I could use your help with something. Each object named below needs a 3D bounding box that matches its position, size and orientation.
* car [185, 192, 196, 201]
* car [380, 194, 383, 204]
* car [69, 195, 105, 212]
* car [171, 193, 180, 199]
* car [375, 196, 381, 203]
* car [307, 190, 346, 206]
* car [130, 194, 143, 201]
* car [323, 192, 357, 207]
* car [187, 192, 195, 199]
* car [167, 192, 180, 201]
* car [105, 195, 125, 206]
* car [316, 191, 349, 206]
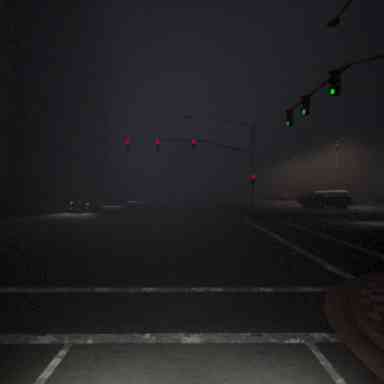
[{"bbox_3d":[-0.196,0.864,64.889,2.097,1.767,4.553,0,0,0],"label":"car"},{"bbox_3d":[36.674,0.763,58.900,4.605,1.855,1.932,0,0,0],"label":"car"},{"bbox_3d":[-10.846,1.097,33.999,2.097,1.767,4.553,0,0,0],"label":"car"},{"bbox_3d":[-3.676,0.893,75.055,1.895,1.301,4.718,0,0,0],"label":"car"},{"bbox_3d":[36.764,0.951,61.797,3.905,1.438,1.784,0,0,0],"label":"car"},{"bbox_3d":[21.563,0.804,53.485,4.605,1.855,1.932,0,0,0],"label":"car"},{"bbox_3d":[-10.708,1.080,64.262,1.994,1.385,4.181,0,0,0],"label":"car"},{"bbox_3d":[21.562,1.088,47.909,3.806,1.475,1.970,0,0,0],"label":"car"},{"bbox_3d":[-0.176,0.798,75.017,1.837,1.490,4.892,0,0,0],"label":"car"},{"bbox_3d":[-3.696,0.864,64.896,2.097,1.767,4.553,0,0,0],"label":"car"},{"bbox_3d":[-10.817,1.194,46.939,2.033,1.411,5.357,0,1,0],"label":"car"},{"bbox_3d":[21.589,1.035,50.803,3.905,1.438,1.784,0,0,0],"label":"car"}]
